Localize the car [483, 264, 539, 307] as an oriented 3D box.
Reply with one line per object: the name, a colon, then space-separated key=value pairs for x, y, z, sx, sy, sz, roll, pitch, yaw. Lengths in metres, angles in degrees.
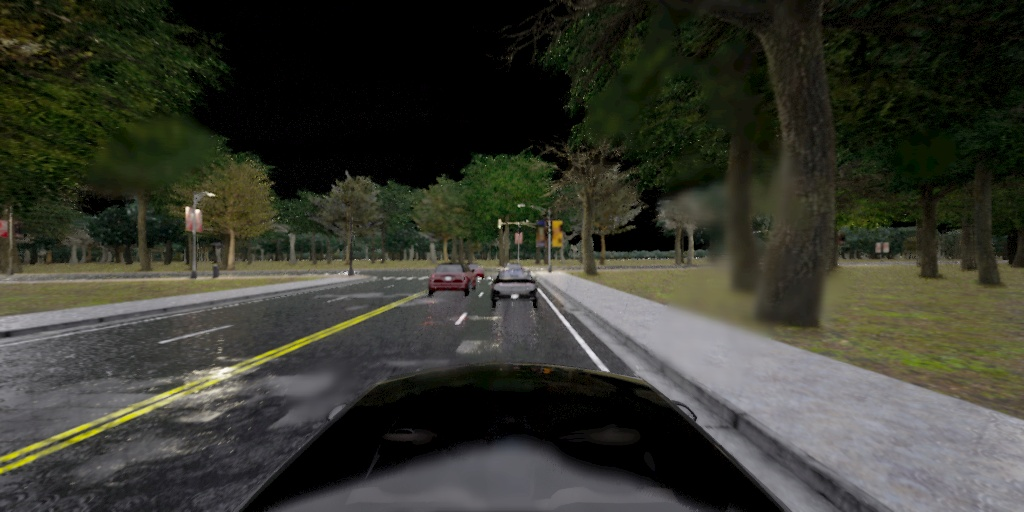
car: x=0.097 y=1.262 z=15.473 sx=2.128 sy=1.511 sz=4.902 roll=0 pitch=0 yaw=0

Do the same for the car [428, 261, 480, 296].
car: x=-3.151 y=1.126 z=19.818 sx=2.097 sy=1.767 sz=4.553 roll=0 pitch=0 yaw=0

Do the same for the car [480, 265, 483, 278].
car: x=-3.797 y=1.345 z=33.820 sx=1.994 sy=1.385 sz=4.181 roll=0 pitch=0 yaw=-11
